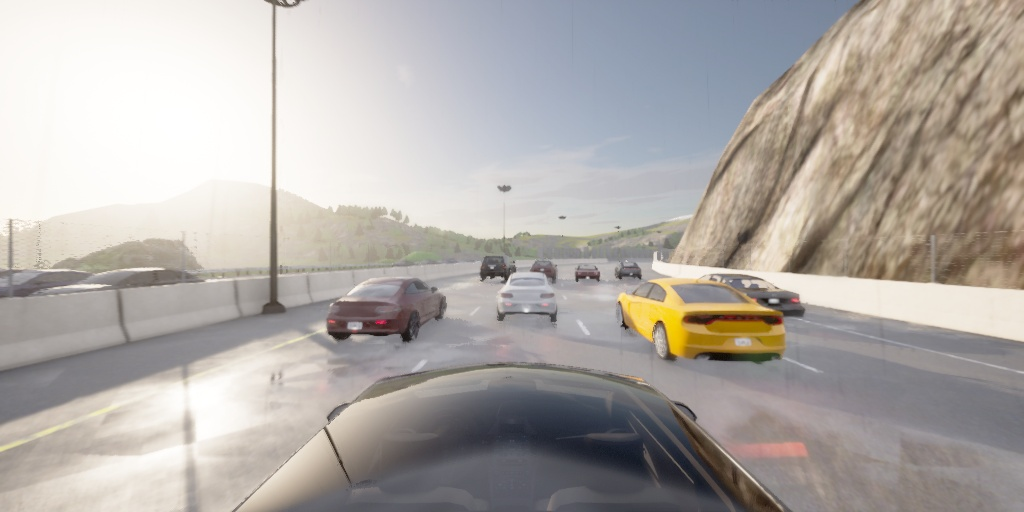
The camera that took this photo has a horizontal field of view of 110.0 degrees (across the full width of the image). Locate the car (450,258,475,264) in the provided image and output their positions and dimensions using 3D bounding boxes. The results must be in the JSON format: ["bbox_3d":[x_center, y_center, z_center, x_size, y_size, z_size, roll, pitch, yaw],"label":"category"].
[{"bbox_3d":[-6.638,1.257,52.555,2.033,1.411,5.357,0,0,17],"label":"car"}]

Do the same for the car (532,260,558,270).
[{"bbox_3d":[2.697,1.095,29.979,2.097,1.767,4.553,0,0,9],"label":"car"}]

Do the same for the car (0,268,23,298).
[{"bbox_3d":[-17.133,1.230,12.951,1.812,1.442,4.674,0,0,4],"label":"car"}]

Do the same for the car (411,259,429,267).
[{"bbox_3d":[-12.971,1.184,55.656,2.128,1.511,4.902,0,0,17],"label":"car"}]

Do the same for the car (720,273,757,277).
[{"bbox_3d":[7.554,1.310,12.588,2.033,1.411,5.357,0,0,4],"label":"car"}]

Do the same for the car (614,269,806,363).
[{"bbox_3d":[3.833,1.234,8.254,1.882,1.535,5.008,0,0,2],"label":"car"}]

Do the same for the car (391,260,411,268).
[{"bbox_3d":[-16.735,1.248,55.302,1.994,1.385,4.181,0,0,17],"label":"car"}]

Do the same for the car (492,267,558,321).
[{"bbox_3d":[0.559,1.272,12.371,1.812,1.442,4.674,0,0,4],"label":"car"}]

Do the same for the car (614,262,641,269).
[{"bbox_3d":[10.009,1.251,31.131,2.128,1.511,4.902,0,0,11],"label":"car"}]

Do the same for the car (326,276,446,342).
[{"bbox_3d":[-3.114,1.264,9.655,1.812,1.442,4.674,0,0,3],"label":"car"}]

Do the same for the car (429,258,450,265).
[{"bbox_3d":[-9.915,1.055,53.653,2.097,1.767,4.553,0,0,17],"label":"car"}]

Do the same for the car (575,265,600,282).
[{"bbox_3d":[6.088,1.352,29.235,1.895,1.301,4.718,0,0,10],"label":"car"}]

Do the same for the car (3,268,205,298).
[{"bbox_3d":[-13.625,1.217,12.792,1.837,1.490,4.892,0,0,4],"label":"car"}]

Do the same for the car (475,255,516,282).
[{"bbox_3d":[-1.038,0.956,29.049,2.150,2.045,5.566,0,0,9],"label":"car"}]
